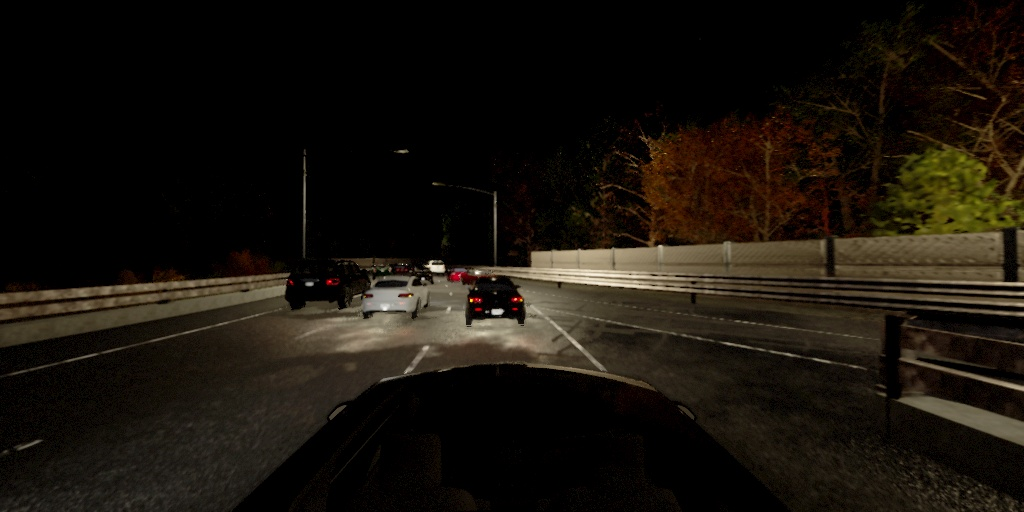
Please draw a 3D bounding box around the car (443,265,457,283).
[{"bbox_3d":[-5.239,1.797,34.781,1.994,1.385,4.181,0,-1,-17],"label":"car"}]

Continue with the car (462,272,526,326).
[{"bbox_3d":[-0.639,1.428,12.299,1.812,1.442,4.674,0,-1,-5],"label":"car"}]

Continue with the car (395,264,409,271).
[{"bbox_3d":[-17.088,2.099,54.042,2.033,1.411,5.357,0,-1,-28],"label":"car"}]

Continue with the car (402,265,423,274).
[{"bbox_3d":[-16.844,2.186,60.320,2.033,1.411,5.357,0,-1,-31],"label":"car"}]

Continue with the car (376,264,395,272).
[{"bbox_3d":[-15.126,1.721,41.617,2.097,1.767,4.553,0,-1,-22],"label":"car"}]

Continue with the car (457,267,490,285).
[{"bbox_3d":[-2.646,1.730,27.929,1.895,1.301,4.718,0,-1,-22],"label":"car"}]

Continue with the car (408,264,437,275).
[{"bbox_3d":[-8.251,1.723,32.751,1.837,1.490,4.892,0,-1,-17],"label":"car"}]

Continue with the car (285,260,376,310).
[{"bbox_3d":[-8.128,1.209,16.397,2.150,2.045,5.566,0,-1,-8],"label":"car"}]

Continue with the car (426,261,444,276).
[{"bbox_3d":[-10.692,1.674,48.751,2.150,2.045,5.566,0,-1,-25],"label":"car"}]

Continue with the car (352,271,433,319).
[{"bbox_3d":[-4.299,1.460,13.718,1.812,1.442,4.674,0,-1,-6],"label":"car"}]
